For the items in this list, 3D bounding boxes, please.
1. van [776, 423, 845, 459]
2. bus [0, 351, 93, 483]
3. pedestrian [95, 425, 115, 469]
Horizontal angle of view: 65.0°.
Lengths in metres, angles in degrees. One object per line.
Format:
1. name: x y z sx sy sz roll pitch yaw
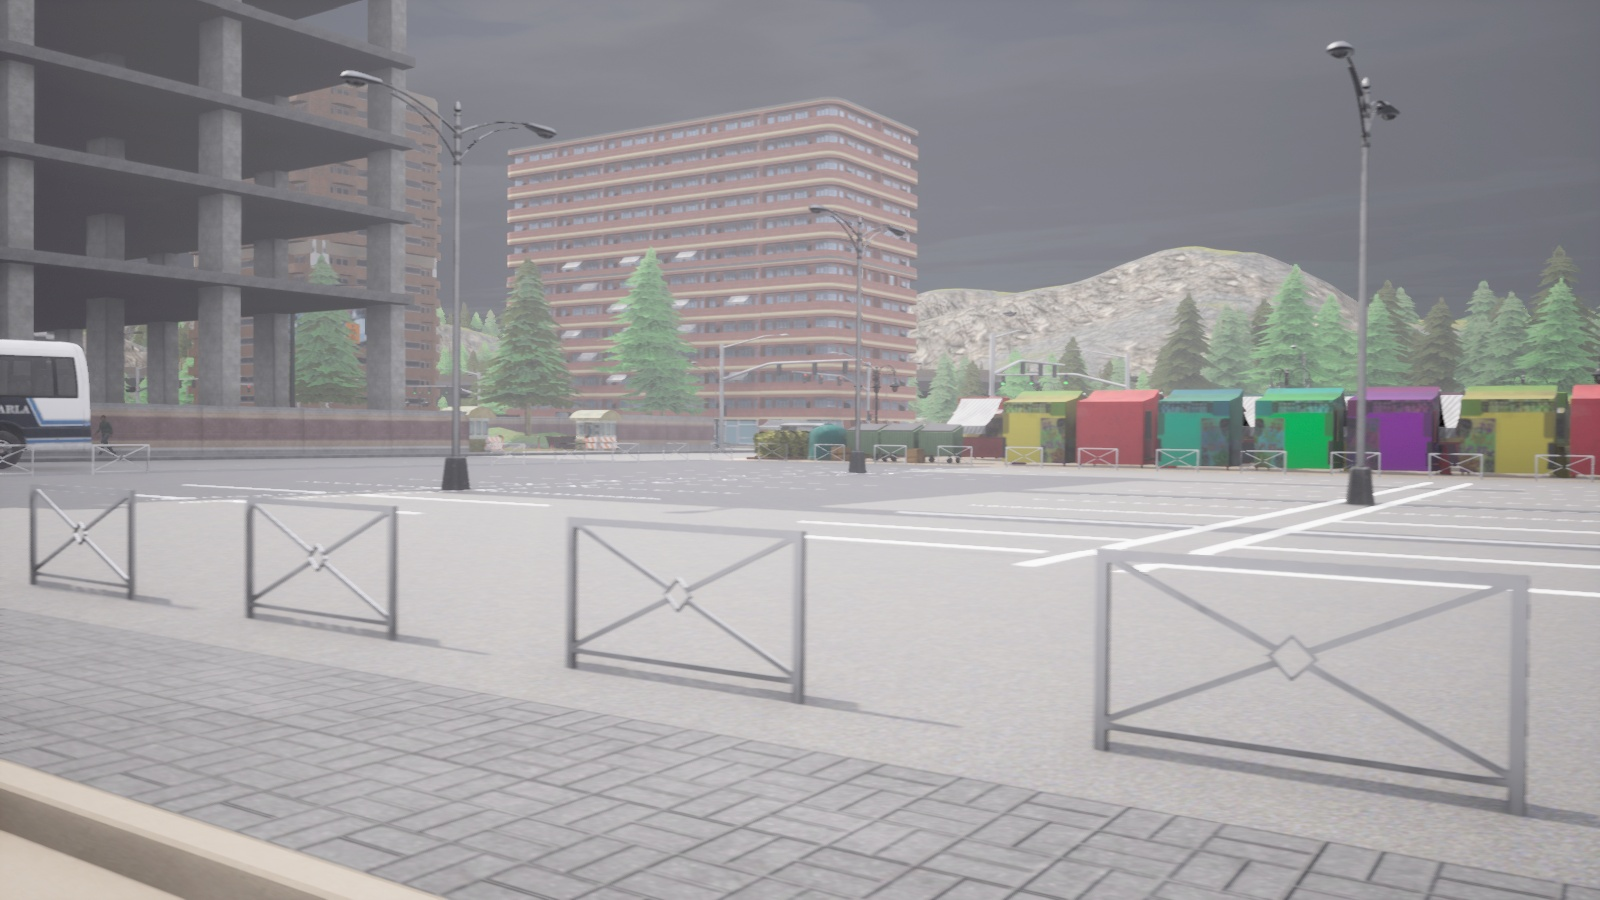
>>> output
1. van: 0.615 -0.545 70.973 1.775 1.987 4.442 0 1 33
2. bus: -28.564 -0.981 39.439 3.944 4.253 10.273 0 2 33
3. pedestrian: -29.765 -0.128 53.793 0.353 1.847 0.614 0 1 27
